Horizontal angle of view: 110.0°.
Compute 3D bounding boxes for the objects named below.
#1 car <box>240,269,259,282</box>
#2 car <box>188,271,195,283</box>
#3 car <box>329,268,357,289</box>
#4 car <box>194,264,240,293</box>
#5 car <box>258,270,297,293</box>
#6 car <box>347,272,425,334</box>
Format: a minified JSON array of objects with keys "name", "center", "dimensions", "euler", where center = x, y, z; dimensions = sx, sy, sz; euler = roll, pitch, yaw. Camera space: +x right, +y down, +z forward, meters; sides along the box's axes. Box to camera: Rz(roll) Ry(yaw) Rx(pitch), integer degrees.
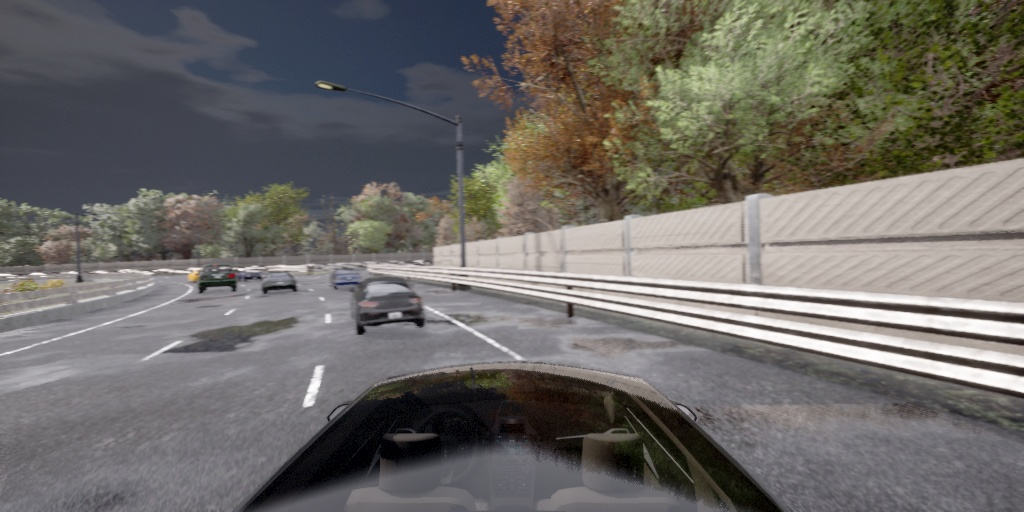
[{"name":"car","center":[-29.303,2.168,40.152],"dimensions":[4.718,1.301,1.895],"euler":[-2,0,44]},{"name":"car","center":[-35.860,2.260,41.405],"dimensions":[5.008,1.535,1.882],"euler":[-2,0,42]},{"name":"car","center":[-12.295,1.603,26.409],"dimensions":[2.033,1.411,5.357],"euler":[-2,0,-30]},{"name":"car","center":[-22.192,1.608,27.124],"dimensions":[2.150,2.045,5.566],"euler":[-2,0,-38]},{"name":"car","center":[-16.289,1.760,25.047],"dimensions":[1.994,1.385,4.181],"euler":[-2,0,-35]},{"name":"car","center":[-3.982,1.368,11.203],"dimensions":[1.812,1.442,4.674],"euler":[-2,0,-26]}]
